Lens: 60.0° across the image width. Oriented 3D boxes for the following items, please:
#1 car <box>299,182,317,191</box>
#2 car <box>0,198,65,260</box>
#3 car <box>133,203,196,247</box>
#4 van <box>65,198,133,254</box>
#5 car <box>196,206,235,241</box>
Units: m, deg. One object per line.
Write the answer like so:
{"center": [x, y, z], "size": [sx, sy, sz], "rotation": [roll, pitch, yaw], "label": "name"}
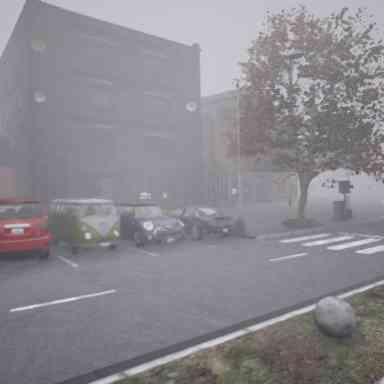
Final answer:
{"center": [27.495, -1.161, 77.654], "size": [2.097, 1.535, 5.008], "rotation": [5, 6, 40], "label": "car"}
{"center": [-6.606, 1.227, 11.763], "size": [2.435, 2.045, 5.566], "rotation": [0, 0, -36], "label": "car"}
{"center": [-2.185, 1.324, 15.039], "size": [2.185, 1.767, 4.553], "rotation": [0, 0, -36], "label": "car"}
{"center": [-4.315, 1.238, 13.282], "size": [1.878, 1.987, 4.442], "rotation": [0, 0, -36], "label": "van"}
{"center": [0.054, 1.435, 16.646], "size": [2.231, 1.521, 4.892], "rotation": [0, 0, -36], "label": "car"}
